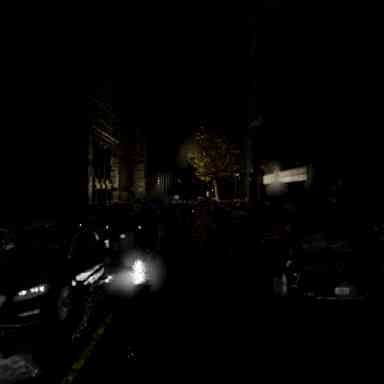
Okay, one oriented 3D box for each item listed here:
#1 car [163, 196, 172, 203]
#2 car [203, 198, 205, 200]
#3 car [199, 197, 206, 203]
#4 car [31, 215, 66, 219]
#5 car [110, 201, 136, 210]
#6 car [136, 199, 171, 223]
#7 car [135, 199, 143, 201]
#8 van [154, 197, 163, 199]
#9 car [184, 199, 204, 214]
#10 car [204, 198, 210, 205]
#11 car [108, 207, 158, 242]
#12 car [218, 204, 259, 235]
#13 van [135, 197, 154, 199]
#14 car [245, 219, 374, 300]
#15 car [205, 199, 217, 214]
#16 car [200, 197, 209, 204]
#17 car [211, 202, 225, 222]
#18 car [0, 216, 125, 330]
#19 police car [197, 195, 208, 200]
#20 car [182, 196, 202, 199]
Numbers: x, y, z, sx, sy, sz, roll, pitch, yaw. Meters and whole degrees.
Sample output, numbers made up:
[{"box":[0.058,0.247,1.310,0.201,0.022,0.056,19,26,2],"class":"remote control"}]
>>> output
[{"box":[-5.755,1.932,71.174,1.887,1.381,4.507,0,0,0],"class":"car"},{"box":[2.767,1.802,45.084,1.947,1.339,4.313,0,0,0],"class":"car"},{"box":[2.778,2.011,87.567,1.752,1.417,4.829,0,0,0],"class":"car"},{"box":[-5.762,1.620,13.297,2.008,1.369,4.403,0,0,0],"class":"car"},{"box":[-5.760,1.711,27.868,1.947,1.339,4.313,0,0,0],"class":"car"},{"box":[-3.083,1.620,27.359,1.882,1.535,5.008,0,0,0],"class":"car"},{"box":[-5.760,1.698,33.112,1.752,1.417,4.829,0,0,0],"class":"car"},{"box":[-5.758,1.604,49.522,1.690,1.788,3.998,0,0,0],"class":"van"},{"box":[0.105,1.797,37.617,1.895,1.301,4.718,0,0,0],"class":"car"},{"box":[2.766,1.734,39.964,1.752,1.417,4.829,0,0,0],"class":"car"},{"box":[-3.097,1.690,17.177,1.895,1.301,4.718,0,0,0],"class":"car"},{"box":[2.764,1.643,19.189,1.887,1.381,4.507,0,0,0],"class":"car"},{"box":[-5.759,1.544,38.696,1.690,1.788,3.998,0,0,0],"class":"van"},{"box":[2.763,1.593,8.300,2.008,1.369,4.403,0,0,0],"class":"car"},{"box":[2.766,1.730,34.505,2.008,1.369,4.403,0,0,0],"class":"car"},{"box":[2.770,1.964,76.817,1.887,1.381,4.507,0,0,0],"class":"car"},{"box":[2.765,1.677,24.633,2.008,1.369,4.403,0,0,0],"class":"car"},{"box":[-3.099,1.530,7.269,2.128,1.511,4.902,0,0,0],"class":"car"},{"box":[2.374,1.760,62.488,1.930,1.638,5.238,0,0,0],"class":"police car"},{"box":[0.021,1.749,48.634,2.128,1.511,4.902,0,0,0],"class":"car"}]
